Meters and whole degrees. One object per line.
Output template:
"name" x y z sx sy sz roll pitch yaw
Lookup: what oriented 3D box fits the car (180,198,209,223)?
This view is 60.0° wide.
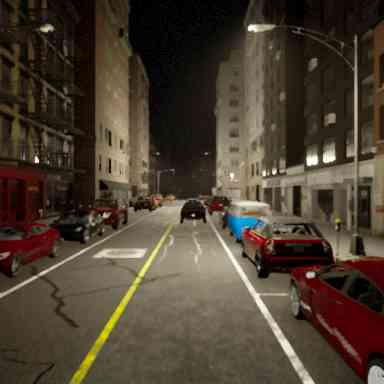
"car" 0.091 1.478 25.800 1.882 1.535 5.008 0 0 0

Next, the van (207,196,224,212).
"van" 2.626 1.340 38.516 1.690 1.788 3.998 0 0 0

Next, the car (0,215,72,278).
"car" -5.396 1.582 10.124 1.802 1.307 4.206 0 0 0

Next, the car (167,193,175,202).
"car" -5.440 1.514 76.710 1.752 1.417 4.829 0 0 0

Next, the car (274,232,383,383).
"car" 2.637 1.545 4.443 1.887 1.381 4.507 0 0 0

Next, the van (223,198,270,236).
"van" 2.634 1.342 15.800 1.690 1.788 3.998 0 0 0

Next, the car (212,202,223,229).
"car" 2.632 1.551 21.480 2.008 1.369 4.403 0 0 0

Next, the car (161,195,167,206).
"car" -5.416 1.310 49.872 2.192 1.841 5.009 0 0 0

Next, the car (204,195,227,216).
"car" 2.628 1.315 32.837 2.192 1.841 5.009 0 0 0

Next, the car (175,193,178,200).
"car" -5.440 1.513 87.673 1.752 1.417 4.829 0 0 0

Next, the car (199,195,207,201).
"car" 2.611 1.534 82.364 1.887 1.381 4.507 0 0 0

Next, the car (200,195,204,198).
"car" 2.624 1.312 44.195 2.192 1.841 5.009 0 0 0

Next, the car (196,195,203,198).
"car" 0.087 1.523 42.396 1.812 1.442 4.674 0 0 0

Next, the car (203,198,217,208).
"car" 2.622 1.578 49.874 1.802 1.307 4.206 0 0 0

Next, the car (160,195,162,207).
"car" -5.413 1.522 44.023 1.752 1.417 4.829 0 0 0

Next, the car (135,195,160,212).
"car" -5.410 1.313 38.516 2.192 1.841 5.009 0 0 0

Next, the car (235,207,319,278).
"car" 2.636 1.441 10.122 1.967 1.590 4.097 0 0 0

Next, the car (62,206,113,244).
"car" -5.399 1.566 15.802 1.947 1.339 4.313 0 0 0

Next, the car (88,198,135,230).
"car" -5.402 1.315 21.480 2.192 1.841 5.009 0 0 0
